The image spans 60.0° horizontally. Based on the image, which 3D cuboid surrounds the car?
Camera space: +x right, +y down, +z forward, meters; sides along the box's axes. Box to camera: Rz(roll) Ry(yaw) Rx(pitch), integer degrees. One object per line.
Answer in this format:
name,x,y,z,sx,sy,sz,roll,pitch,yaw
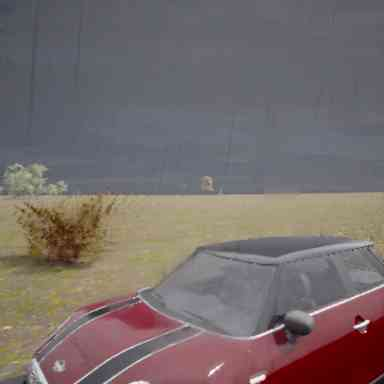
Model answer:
car,0.642,1.374,3.749,4.553,1.767,2.097,0,0,-36
